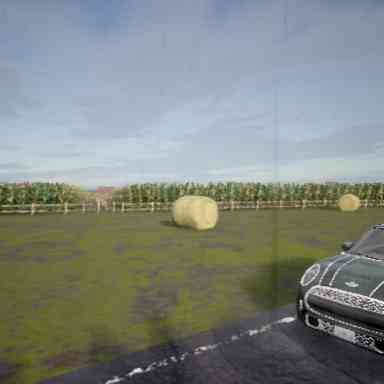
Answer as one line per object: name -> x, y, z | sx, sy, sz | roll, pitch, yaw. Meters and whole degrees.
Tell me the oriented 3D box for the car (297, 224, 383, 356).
car -> 3.922, 1.348, 5.870 | 4.553, 1.767, 2.097 | 0, 0, -35
